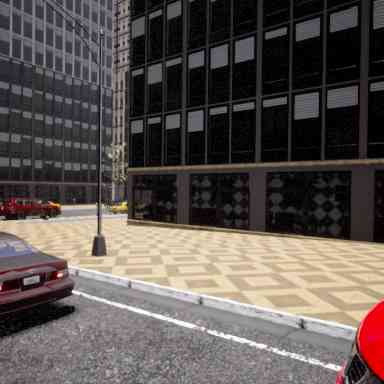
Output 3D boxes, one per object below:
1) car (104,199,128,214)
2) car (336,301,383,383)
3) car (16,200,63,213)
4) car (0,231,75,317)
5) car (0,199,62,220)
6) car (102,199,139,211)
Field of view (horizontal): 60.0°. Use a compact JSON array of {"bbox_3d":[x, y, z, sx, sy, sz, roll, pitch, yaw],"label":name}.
[{"bbox_3d":[-7.567,1.829,38.972,1.752,1.417,4.829,1,0,37],"label":"car"},{"bbox_3d":[3.501,1.222,1.178,5.566,2.045,2.150,0,0,36],"label":"car"},{"bbox_3d":[-17.862,1.642,39.158,1.752,1.417,4.829,1,0,37],"label":"car"},{"bbox_3d":[-4.772,1.544,7.100,5.357,1.411,2.033,0,0,35],"label":"car"},{"bbox_3d":[-14.385,1.518,29.775,2.192,1.841,5.009,1,0,37],"label":"car"},{"bbox_3d":[-9.755,1.752,45.724,1.837,1.490,4.892,1,0,37],"label":"car"}]
